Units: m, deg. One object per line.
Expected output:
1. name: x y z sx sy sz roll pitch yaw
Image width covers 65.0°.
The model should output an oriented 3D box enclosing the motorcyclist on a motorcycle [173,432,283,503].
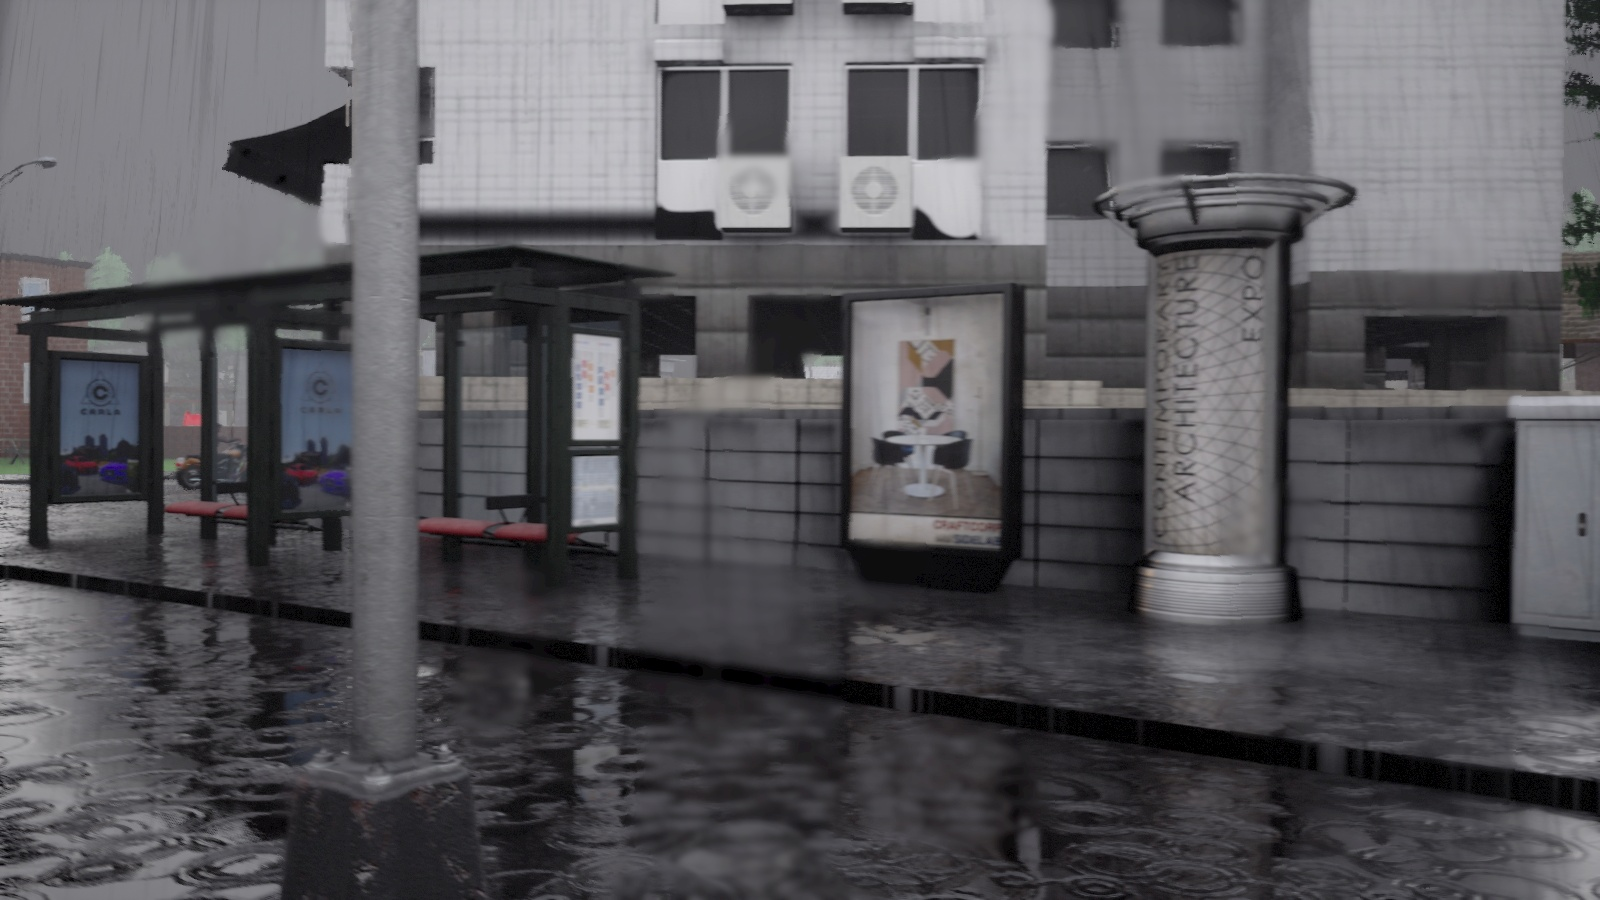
1. motorcyclist on a motorcycle: -13.720 0.394 30.206 0.766 1.649 2.350 0 1 34
